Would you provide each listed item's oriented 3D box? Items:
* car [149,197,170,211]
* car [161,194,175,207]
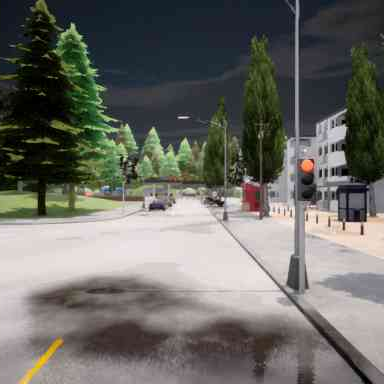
[{"bbox_3d":[-4.100,1.601,40.499,1.895,1.301,4.718,0,0,0],"label":"car"},{"bbox_3d":[-4.087,1.352,50.392,2.097,1.767,4.553,0,0,0],"label":"car"}]
